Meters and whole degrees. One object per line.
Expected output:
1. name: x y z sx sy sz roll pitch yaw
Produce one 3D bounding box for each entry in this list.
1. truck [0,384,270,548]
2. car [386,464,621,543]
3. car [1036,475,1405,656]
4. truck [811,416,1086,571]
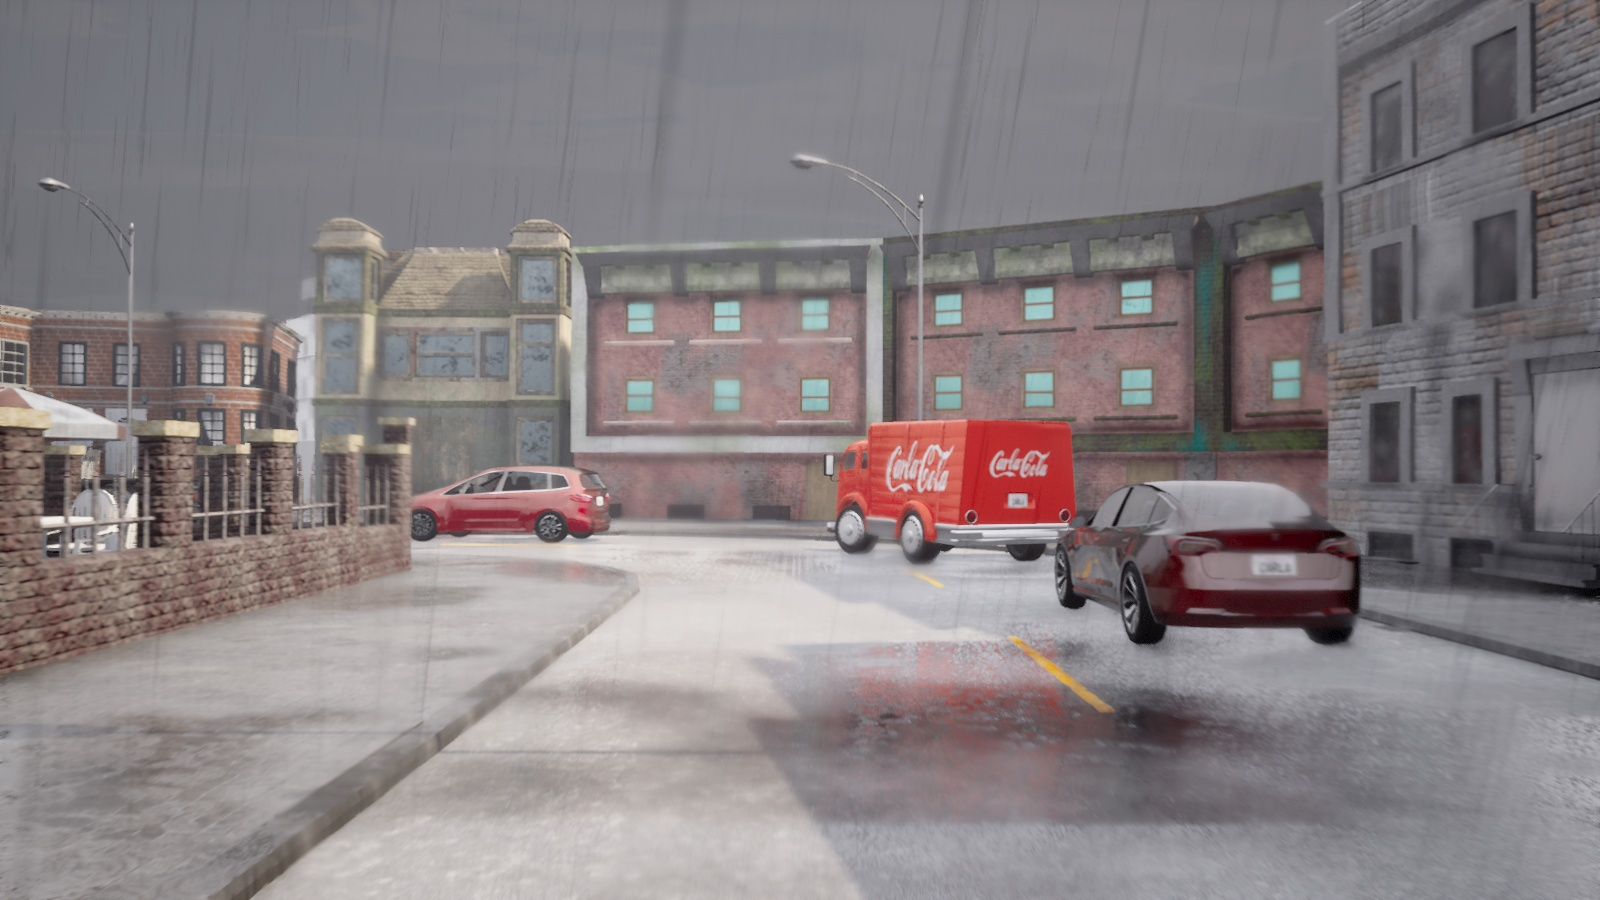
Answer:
1. truck: -16.493 0.371 28.188 7.936 3.462 2.891 0 -1 -1
2. car: -6.547 1.155 28.026 4.611 1.667 2.242 0 -1 9
3. car: 3.967 1.014 12.900 2.163 1.488 4.792 0 -1 0
4. truck: 2.503 0.710 22.806 2.627 2.467 5.204 0 0 -25
